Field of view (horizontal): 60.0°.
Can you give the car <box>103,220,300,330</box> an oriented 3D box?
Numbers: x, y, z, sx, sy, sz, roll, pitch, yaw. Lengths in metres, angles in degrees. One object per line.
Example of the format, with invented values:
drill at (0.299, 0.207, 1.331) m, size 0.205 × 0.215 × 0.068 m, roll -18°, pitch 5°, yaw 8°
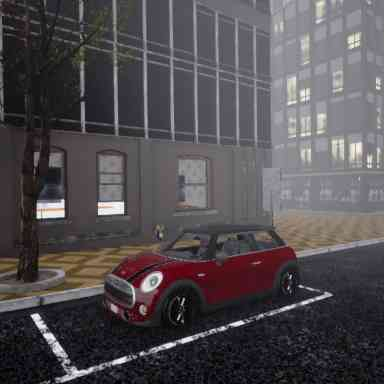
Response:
car at (0.295, 1.439, 6.800) m, size 4.097 × 1.590 × 1.967 m, roll 0°, pitch -1°, yaw -36°
